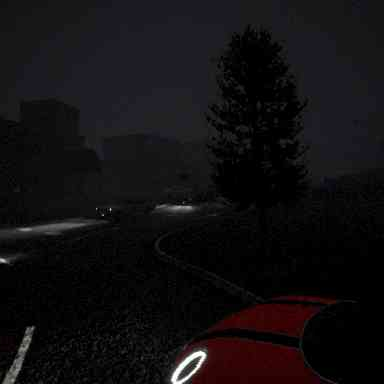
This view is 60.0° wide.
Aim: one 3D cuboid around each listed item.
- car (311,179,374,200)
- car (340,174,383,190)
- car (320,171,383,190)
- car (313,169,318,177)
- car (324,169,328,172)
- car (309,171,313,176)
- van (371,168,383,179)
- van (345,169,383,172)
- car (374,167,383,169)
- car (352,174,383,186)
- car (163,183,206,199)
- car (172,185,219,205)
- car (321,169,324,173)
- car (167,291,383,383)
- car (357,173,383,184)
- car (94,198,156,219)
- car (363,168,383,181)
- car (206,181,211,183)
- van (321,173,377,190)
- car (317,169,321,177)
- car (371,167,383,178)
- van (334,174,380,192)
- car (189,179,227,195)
[{"bbox_3d":[13.786,-0.087,31.191,5.008,1.535,2.097,-1,4,16],"label":"car"},{"bbox_3d":[20.802,-1.192,40.852,4.553,1.767,2.185,-1,4,16],"label":"car"},{"bbox_3d":[17.274,-0.826,36.001,5.566,2.045,2.435,-1,5,16],"label":"car"},{"bbox_3d":[27.017,-4.066,80.508,5.008,1.535,2.097,-2,4,15],"label":"car"},{"bbox_3d":[31.987,-4.941,87.703,5.566,2.045,2.435,-2,3,15],"label":"car"},{"bbox_3d":[25.362,-3.969,78.086,4.553,1.767,2.185,-2,4,15],"label":"car"},{"bbox_3d":[36.538,-3.505,62.793,4.442,1.987,1.878,-1,4,15],"label":"van"},{"bbox_3d":[22.702,-1.539,43.226,4.442,1.987,1.878,-1,4,16],"label":"van"},{"bbox_3d":[29.612,-2.548,52.989,5.566,2.045,2.435,-1,4,15],"label":"car"},{"bbox_3d":[26.111,-1.803,48.122,4.892,1.521,2.231,-1,5,16],"label":"car"},{"bbox_3d":[-1.144,0.009,39.415,4.674,1.452,2.002,-2,3,14],"label":"car"},{"bbox_3d":[0.673,0.410,33.002,2.033,1.411,5.357,0,5,34],"label":"car"},{"bbox_3d":[30.176,-4.487,85.362,5.366,1.575,1.946,-2,3,15],"label":"car"},{"bbox_3d":[1.967,1.350,2.186,4.553,1.767,2.097,0,0,34],"label":"car"},{"bbox_3d":[27.878,-2.021,50.562,4.792,1.488,2.163,-1,4,16],"label":"car"},{"bbox_3d":[-4.903,1.167,24.825,1.895,1.301,4.718,0,3,35],"label":"car"},{"bbox_3d":[33.055,-3.040,57.901,5.566,2.045,2.435,-1,4,15],"label":"car"},{"bbox_3d":[0.533,-0.243,41.844,4.792,1.488,2.163,-2,3,14],"label":"car"},{"bbox_3d":[15.656,-0.558,33.555,4.442,1.987,1.878,-1,4,16],"label":"van"},{"bbox_3d":[28.676,-4.279,82.915,5.008,1.535,2.097,-2,3,15],"label":"car"},{"bbox_3d":[39.850,-4.003,67.722,5.566,2.045,2.435,-1,4,15],"label":"car"},{"bbox_3d":[18.952,-1.045,38.443,4.442,1.987,1.878,-1,5,16],"label":"van"},{"bbox_3d":[2.174,-0.638,44.262,4.553,1.767,2.185,-2,4,14],"label":"car"}]
